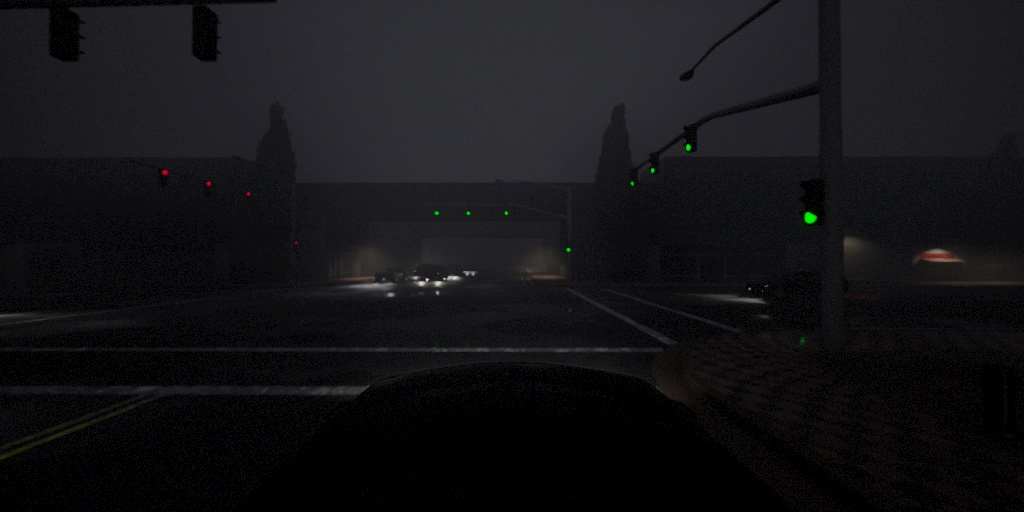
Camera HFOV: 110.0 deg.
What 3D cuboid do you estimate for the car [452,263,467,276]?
[{"bbox_3d":[-7.675,1.799,47.527,2.128,1.511,4.902,0,0,0],"label":"car"}]

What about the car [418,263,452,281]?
[{"bbox_3d":[-7.751,1.654,36.467,1.882,1.535,5.008,0,-1,0],"label":"car"}]

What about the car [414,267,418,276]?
[{"bbox_3d":[-11.185,1.799,46.085,1.837,1.490,4.892,0,-1,0],"label":"car"}]

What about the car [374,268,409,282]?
[{"bbox_3d":[-11.268,1.745,33.813,1.895,1.301,4.718,0,-1,0],"label":"car"}]

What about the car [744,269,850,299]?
[{"bbox_3d":[15.165,1.464,19.238,4.892,1.490,1.837,-1,-1,0],"label":"car"}]
